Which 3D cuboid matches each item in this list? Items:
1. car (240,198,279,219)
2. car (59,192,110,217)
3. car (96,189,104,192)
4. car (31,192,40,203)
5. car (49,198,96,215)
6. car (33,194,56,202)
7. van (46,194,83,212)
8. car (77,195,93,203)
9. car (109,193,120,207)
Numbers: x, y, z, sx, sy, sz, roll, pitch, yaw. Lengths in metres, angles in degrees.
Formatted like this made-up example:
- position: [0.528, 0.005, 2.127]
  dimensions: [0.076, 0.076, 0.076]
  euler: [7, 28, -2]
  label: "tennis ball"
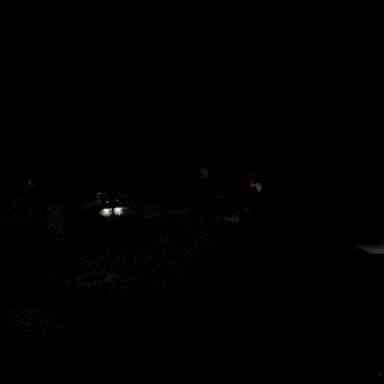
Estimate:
- position: [5.158, 1.230, 22.975]
  dimensions: [2.097, 1.767, 4.553]
  euler: [-5, 2, -24]
  label: "car"
- position: [-12.739, 1.606, 37.545]
  dimensions: [2.435, 2.045, 5.566]
  euler: [-1, 4, 42]
  label: "car"
- position: [-20.018, 0.427, 71.346]
  dimensions: [2.150, 2.045, 5.566]
  euler: [-5, 3, -28]
  label: "car"
- position: [-32.289, 1.266, 74.818]
  dimensions: [2.435, 2.045, 5.566]
  euler: [-3, 4, 42]
  label: "car"
- position: [-15.398, 1.784, 43.033]
  dimensions: [1.946, 1.575, 5.366]
  euler: [-2, 4, 42]
  label: "car"
- position: [-37.824, 1.473, 85.462]
  dimensions: [2.163, 1.488, 4.792]
  euler: [-2, 3, 42]
  label: "car"
- position: [-18.418, 1.539, 48.108]
  dimensions: [1.878, 1.987, 4.442]
  euler: [-1, 4, 42]
  label: "van"
- position: [-20.753, 1.312, 64.333]
  dimensions: [2.033, 1.411, 5.357]
  euler: [-5, 3, -28]
  label: "car"
- position: [-11.684, 1.245, 46.890]
  dimensions: [2.097, 1.767, 4.553]
  euler: [-5, 3, -28]
  label: "car"
